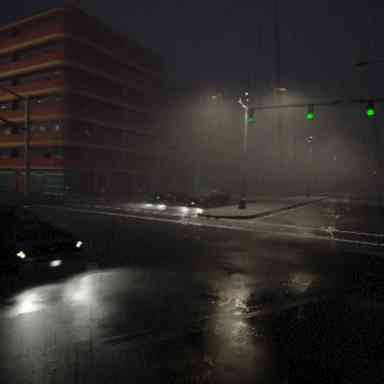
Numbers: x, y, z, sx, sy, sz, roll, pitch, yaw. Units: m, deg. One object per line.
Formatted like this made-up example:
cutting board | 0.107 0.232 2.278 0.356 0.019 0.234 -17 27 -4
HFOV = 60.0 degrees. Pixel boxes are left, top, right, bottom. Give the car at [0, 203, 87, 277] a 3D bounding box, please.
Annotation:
car | -5.138 1.001 8.478 5.357 1.411 2.033 3 3 32

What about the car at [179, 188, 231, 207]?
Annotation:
car | 1.410 0.399 27.197 2.033 1.411 5.357 3 3 30

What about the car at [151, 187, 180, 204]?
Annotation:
car | -1.723 0.250 28.767 1.994 1.385 4.181 3 3 30
